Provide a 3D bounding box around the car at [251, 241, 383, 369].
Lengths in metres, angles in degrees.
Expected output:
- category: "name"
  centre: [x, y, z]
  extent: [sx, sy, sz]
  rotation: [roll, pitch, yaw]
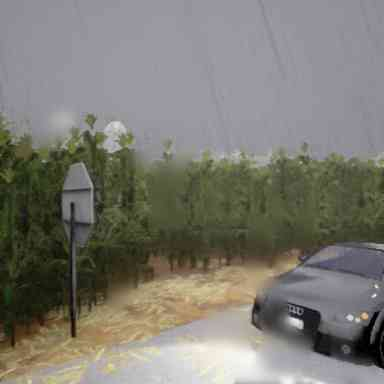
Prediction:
- category: "car"
  centre: [2.976, 1.617, 5.850]
  extent: [4.181, 1.385, 1.994]
  rotation: [0, -1, -38]
